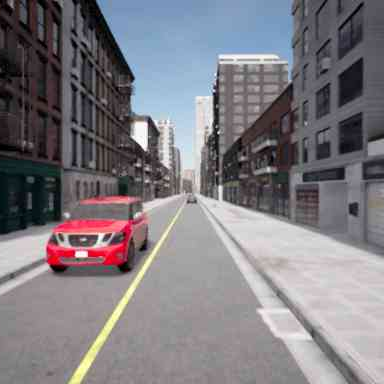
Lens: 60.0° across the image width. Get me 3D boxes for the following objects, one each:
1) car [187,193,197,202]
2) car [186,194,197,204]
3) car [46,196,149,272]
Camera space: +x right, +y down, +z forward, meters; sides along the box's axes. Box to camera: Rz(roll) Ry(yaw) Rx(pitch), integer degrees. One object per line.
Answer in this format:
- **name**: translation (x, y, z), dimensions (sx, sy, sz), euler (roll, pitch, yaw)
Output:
- **car**: translation (-0.020, 1.134, 70.685), dimensions (2.097, 1.767, 4.553), euler (0, 0, 0)
- **car**: translation (-0.018, 1.425, 60.659), dimensions (1.994, 1.385, 4.181), euler (0, 0, 0)
- **car**: translation (-2.754, 1.192, 11.045), dimensions (2.150, 2.045, 5.566), euler (0, 0, 0)
